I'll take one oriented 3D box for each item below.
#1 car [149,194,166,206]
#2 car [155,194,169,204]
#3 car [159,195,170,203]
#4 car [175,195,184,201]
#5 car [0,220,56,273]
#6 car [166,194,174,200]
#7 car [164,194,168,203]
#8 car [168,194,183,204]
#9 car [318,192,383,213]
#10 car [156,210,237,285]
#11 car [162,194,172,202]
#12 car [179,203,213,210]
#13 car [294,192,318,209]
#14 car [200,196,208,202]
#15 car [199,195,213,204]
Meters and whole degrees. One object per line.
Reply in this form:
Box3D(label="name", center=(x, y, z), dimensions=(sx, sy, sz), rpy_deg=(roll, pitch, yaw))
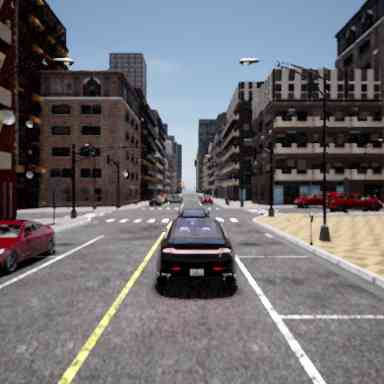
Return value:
Box3D(label="car", center=(-5.699, 1.495, 52.546), dimensions=(1.947, 1.339, 4.313), rpy_deg=(0, 0, 0))
Box3D(label="car", center=(-5.701, 1.232, 63.911), dimensions=(2.192, 1.841, 5.009), rpy_deg=(0, 0, 0))
Box3D(label="car", center=(-5.701, 1.438, 69.424), dimensions=(1.752, 1.417, 4.829), rpy_deg=(0, 0, 0))
Box3D(label="car", center=(-3.013, 1.499, 78.453), dimensions=(1.895, 1.301, 4.718), rpy_deg=(0, 0, 0))
Box3D(label="car", center=(-5.744, 1.564, 10.523), dimensions=(1.802, 1.307, 4.206), rpy_deg=(0, 0, 0))
Box3D(label="car", center=(-5.704, 1.340, 86.642), dimensions=(1.967, 1.590, 4.097), rpy_deg=(0, 0, 0))
Box3D(label="car", center=(-5.700, 1.448, 58.059), dimensions=(1.752, 1.417, 4.829), rpy_deg=(0, 0, 0))
Box3D(label="car", center=(-3.049, 1.271, 62.193), dimensions=(2.097, 1.767, 4.553), rpy_deg=(0, 0, 1))
Box3D(label="car", center=(14.688, 0.980, 30.486), dimensions=(5.009, 1.841, 2.192), rpy_deg=(-1, 1, 0))
Box3D(label="car", center=(0.100, 1.476, 9.430), dimensions=(2.128, 1.511, 4.902), rpy_deg=(0, 0, 0))
Box3D(label="car", center=(-5.702, 1.348, 75.276), dimensions=(1.967, 1.590, 4.097), rpy_deg=(0, 0, 0))
Box3D(label="car", center=(0.095, 1.534, 18.351), dimensions=(1.994, 1.385, 4.181), rpy_deg=(0, 0, 0))
Box3D(label="car", center=(14.553, 0.952, 38.864), dimensions=(5.009, 1.841, 2.192), rpy_deg=(-1, 1, 0))
Box3D(label="car", center=(2.678, 1.490, 75.279), dimensions=(1.802, 1.307, 4.206), rpy_deg=(0, 0, 0))
Box3D(label="car", center=(2.680, 1.363, 58.232), dimensions=(1.967, 1.590, 4.097), rpy_deg=(0, 0, 0))
